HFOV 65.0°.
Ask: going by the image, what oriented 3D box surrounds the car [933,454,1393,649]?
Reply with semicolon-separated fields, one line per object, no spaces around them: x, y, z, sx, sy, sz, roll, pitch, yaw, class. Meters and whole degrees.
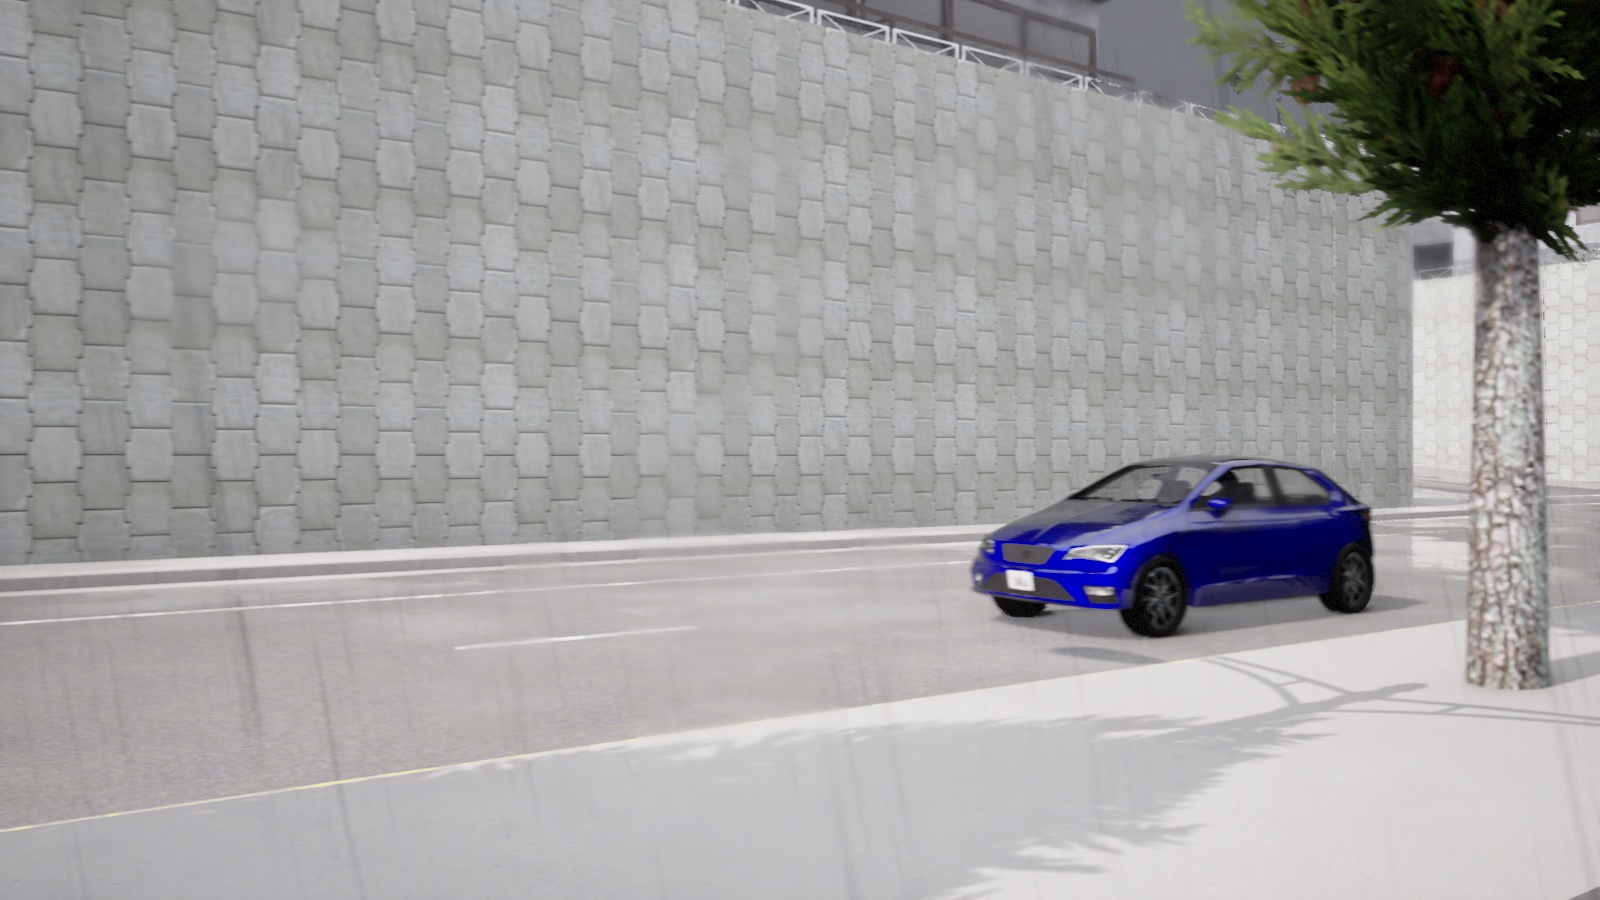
3.409;0.779;11.514;4.193;1.474;1.816;0;0;-35;car
